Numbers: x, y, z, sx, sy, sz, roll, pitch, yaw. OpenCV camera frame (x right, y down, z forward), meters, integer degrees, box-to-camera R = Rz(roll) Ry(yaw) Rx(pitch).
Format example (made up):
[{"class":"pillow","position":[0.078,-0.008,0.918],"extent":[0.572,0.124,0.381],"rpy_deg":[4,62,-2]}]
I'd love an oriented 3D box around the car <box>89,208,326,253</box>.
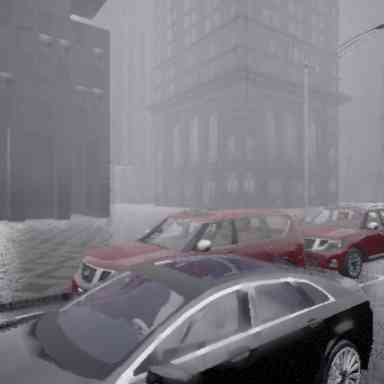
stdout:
[{"class":"car","position":[0.259,1.316,6.834],"extent":[5.009,1.841,2.192],"rpy_deg":[0,0,-35]}]

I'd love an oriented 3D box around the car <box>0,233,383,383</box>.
[{"class":"car","position":[-0.101,1.492,3.306],"extent":[4.902,1.511,2.128],"rpy_deg":[0,0,-35]}]

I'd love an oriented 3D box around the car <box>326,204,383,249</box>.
[{"class":"car","position":[4.881,1.316,10.131],"extent":[5.009,1.841,2.192],"rpy_deg":[0,0,-35]}]
